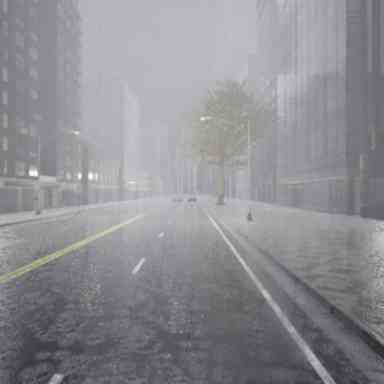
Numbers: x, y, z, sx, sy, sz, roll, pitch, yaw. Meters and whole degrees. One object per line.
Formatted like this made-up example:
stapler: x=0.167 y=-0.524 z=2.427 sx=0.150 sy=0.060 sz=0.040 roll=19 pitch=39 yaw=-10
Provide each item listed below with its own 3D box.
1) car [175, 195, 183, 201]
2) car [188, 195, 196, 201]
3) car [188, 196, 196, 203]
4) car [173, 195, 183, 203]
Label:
car: x=-3.226 y=1.543 z=84.195 sx=1.812 sy=1.442 sz=4.674 roll=0 pitch=0 yaw=0
car: x=0.023 y=1.572 z=84.195 sx=1.994 sy=1.385 sz=4.181 roll=0 pitch=0 yaw=0
car: x=0.020 y=1.598 z=73.775 sx=1.837 sy=1.490 sz=4.892 roll=0 pitch=0 yaw=0
car: x=-3.230 y=1.653 z=74.194 sx=1.994 sy=1.385 sz=4.181 roll=0 pitch=0 yaw=0
